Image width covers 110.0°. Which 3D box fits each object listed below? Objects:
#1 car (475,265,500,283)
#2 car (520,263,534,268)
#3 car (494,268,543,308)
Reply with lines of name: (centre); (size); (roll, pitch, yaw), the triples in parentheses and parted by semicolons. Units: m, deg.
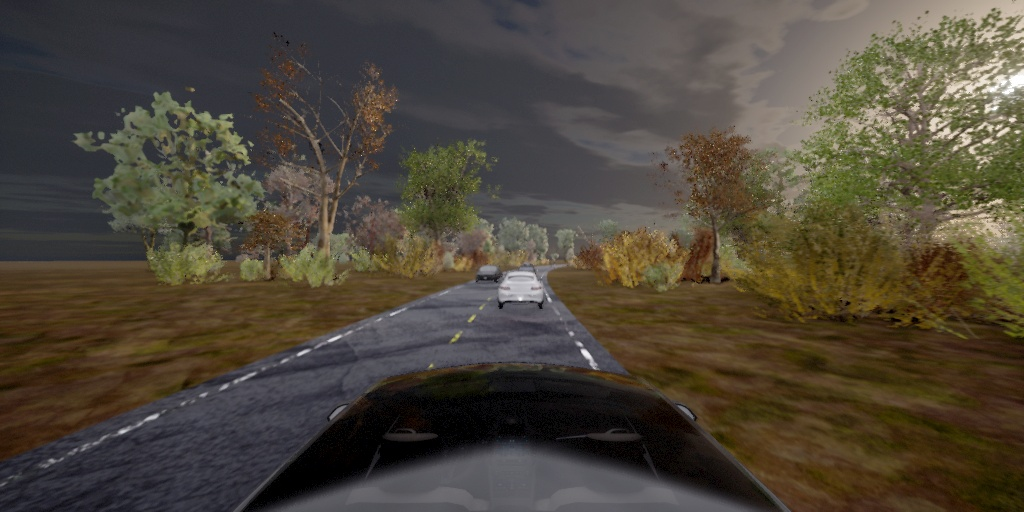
car: (-1.960, 1.515, 31.185); (1.882, 1.535, 5.008); (0, -1, 4)
car: (1.357, 1.603, 32.880); (2.033, 1.411, 5.357); (0, -1, 4)
car: (0.409, 1.414, 15.963); (1.812, 1.442, 4.674); (0, -1, 2)
